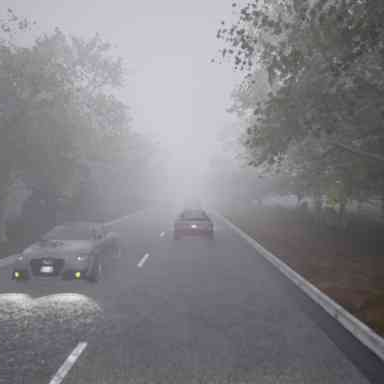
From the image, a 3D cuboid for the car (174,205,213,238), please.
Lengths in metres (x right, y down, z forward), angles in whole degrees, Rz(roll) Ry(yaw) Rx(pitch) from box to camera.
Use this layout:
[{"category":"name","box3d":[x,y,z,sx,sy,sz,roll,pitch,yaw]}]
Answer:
[{"category":"car","box3d":[0.089,1.631,17.983,1.994,1.385,4.181,0,0,0]}]

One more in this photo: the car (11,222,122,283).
[{"category":"car","box3d":[-3.355,1.601,9.682,1.994,1.385,4.181,0,0,0]}]

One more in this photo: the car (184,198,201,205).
[{"category":"car","box3d":[0.075,1.492,42.149,2.097,1.767,4.553,0,0,0]}]

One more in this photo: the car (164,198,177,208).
[{"category":"car","box3d":[-3.340,1.667,52.738,1.837,1.490,4.892,0,0,0]}]
